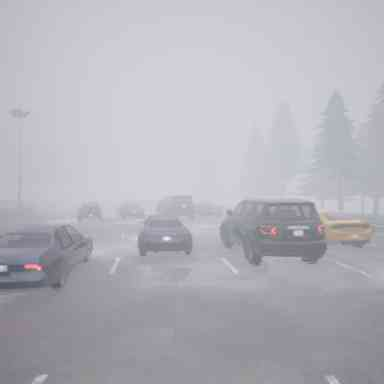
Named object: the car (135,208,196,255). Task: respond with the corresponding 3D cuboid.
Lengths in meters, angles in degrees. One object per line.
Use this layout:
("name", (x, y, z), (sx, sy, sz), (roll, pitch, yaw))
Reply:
("car", (-1.197, 1.585, 13.488), (1.994, 1.385, 4.181), (0, 0, -9))

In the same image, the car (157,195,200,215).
("car", (-1.492, 1.268, 28.893), (2.150, 2.045, 5.566), (0, 0, -20))

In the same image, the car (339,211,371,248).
("car", (5.662, 1.493, 14.788), (1.882, 1.535, 5.008), (0, 0, -9))

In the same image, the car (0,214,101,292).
("car", (-4.063, 1.566, 9.088), (2.033, 1.411, 5.357), (0, 0, -6))

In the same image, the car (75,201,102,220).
("car", (-8.758, 1.558, 28.292), (1.837, 1.490, 4.892), (0, 0, -21))

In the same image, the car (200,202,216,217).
("car", (1.236, 1.609, 31.448), (1.994, 1.385, 4.181), (0, 0, -21))

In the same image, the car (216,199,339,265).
("car", (2.609, 1.238, 11.949), (2.150, 2.045, 5.566), (0, 0, -8))

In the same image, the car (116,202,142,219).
("car", (-5.554, 1.613, 29.670), (1.994, 1.385, 4.181), (0, 0, -21))
